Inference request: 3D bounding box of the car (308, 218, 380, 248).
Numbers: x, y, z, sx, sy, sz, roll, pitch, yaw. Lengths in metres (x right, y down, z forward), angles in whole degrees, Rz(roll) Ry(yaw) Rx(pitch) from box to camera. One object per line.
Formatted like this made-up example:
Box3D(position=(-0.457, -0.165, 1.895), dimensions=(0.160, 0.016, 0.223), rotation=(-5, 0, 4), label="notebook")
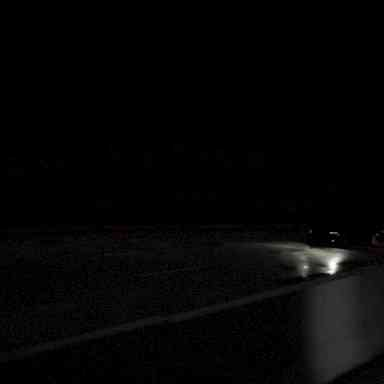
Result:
Box3D(position=(8.624, 2.206, 18.740), dimensions=(5.008, 1.535, 1.882), rotation=(4, -2, -35), label="car")
